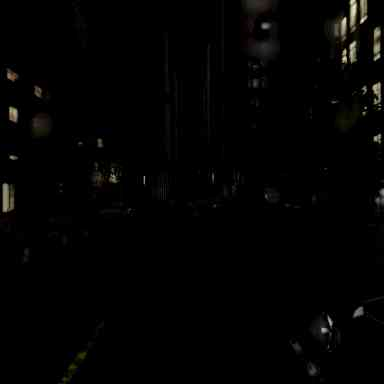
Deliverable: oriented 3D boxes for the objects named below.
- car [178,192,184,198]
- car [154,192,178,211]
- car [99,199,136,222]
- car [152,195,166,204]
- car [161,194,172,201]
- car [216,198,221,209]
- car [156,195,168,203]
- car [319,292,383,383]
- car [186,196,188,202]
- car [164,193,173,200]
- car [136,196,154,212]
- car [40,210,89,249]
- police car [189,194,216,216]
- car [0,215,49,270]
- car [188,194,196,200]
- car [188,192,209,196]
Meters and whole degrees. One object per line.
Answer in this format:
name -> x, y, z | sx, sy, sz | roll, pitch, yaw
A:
car -> -3.009, 0.755, 78.592 | 2.097, 1.767, 4.553 | 0, 0, 0
car -> -3.100, 1.052, 37.533 | 2.150, 2.045, 5.566 | 0, 0, 0
car -> -5.697, 1.408, 24.950 | 1.752, 1.417, 4.829 | 0, 0, 0
car -> -5.701, 1.295, 58.265 | 2.008, 1.369, 4.403 | 0, 0, 0
car -> -5.702, 1.249, 74.837 | 1.947, 1.339, 4.313 | 0, 0, 0
car -> 2.682, 1.362, 41.697 | 2.008, 1.369, 4.403 | 0, 0, 0
car -> -5.702, 1.268, 63.789 | 1.887, 1.381, 4.507 | 0, 0, 0
car -> 2.686, 1.550, 3.029 | 1.947, 1.339, 4.313 | 0, 0, 0
car -> -0.008, 1.209, 66.159 | 1.837, 1.490, 4.892 | 0, 0, 0
car -> -5.703, 1.103, 80.361 | 1.967, 1.590, 4.097 | 0, 0, 0
car -> -5.698, 1.385, 36.169 | 2.008, 1.369, 4.403 | 0, 0, 0
car -> -5.695, 1.483, 14.073 | 2.008, 1.369, 4.403 | 0, 0, 0
police car -> 0.896, 1.283, 30.824 | 1.930, 1.638, 5.238 | 0, 0, 0
car -> -5.695, 1.509, 8.548 | 2.008, 1.369, 4.403 | 0, 0, 0
car -> -0.009, 1.118, 81.159 | 1.994, 1.385, 4.181 | 0, 0, 0
car -> 0.895, 1.015, 46.743 | 2.150, 2.045, 5.566 | 0, 0, 0
